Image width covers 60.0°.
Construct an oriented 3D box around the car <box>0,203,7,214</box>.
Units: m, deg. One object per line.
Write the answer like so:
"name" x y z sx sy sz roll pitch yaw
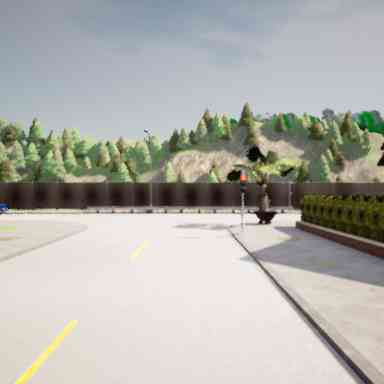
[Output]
"car" -19.961 1.410 30.998 5.008 1.535 1.882 0 0 0
